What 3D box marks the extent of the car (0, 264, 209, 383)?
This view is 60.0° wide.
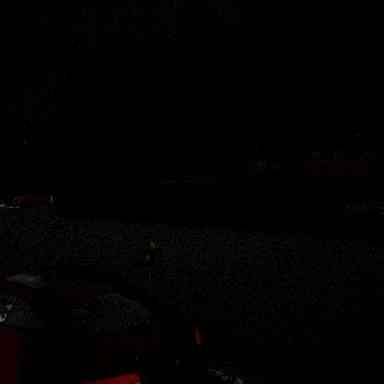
[{"bbox_3d":[-1.773,1.581,4.062,4.206,1.307,1.802,0,1,35],"label":"car"}]

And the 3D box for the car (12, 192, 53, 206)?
[{"bbox_3d":[-19.796,0.764,41.337,2.097,1.767,4.553,1,2,35],"label":"car"}]
